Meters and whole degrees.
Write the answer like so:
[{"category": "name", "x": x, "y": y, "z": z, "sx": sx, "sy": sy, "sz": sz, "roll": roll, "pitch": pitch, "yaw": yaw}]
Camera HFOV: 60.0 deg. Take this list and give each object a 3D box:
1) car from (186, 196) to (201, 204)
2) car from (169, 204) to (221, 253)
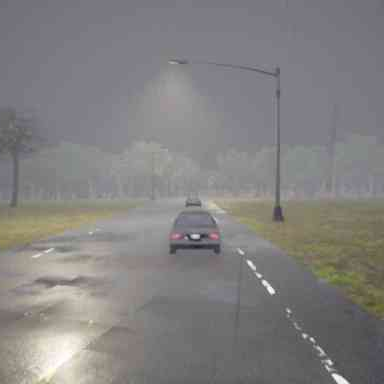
[{"category": "car", "x": 0.190, "y": 1.193, "z": 43.841, "sx": 1.994, "sy": 1.385, "sz": 4.181, "roll": 0, "pitch": 1, "yaw": 1}, {"category": "car", "x": 0.105, "y": 1.441, "z": 13.126, "sx": 2.033, "sy": 1.411, "sz": 5.357, "roll": 0, "pitch": 1, "yaw": 0}]
